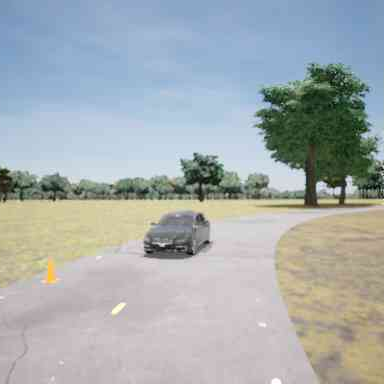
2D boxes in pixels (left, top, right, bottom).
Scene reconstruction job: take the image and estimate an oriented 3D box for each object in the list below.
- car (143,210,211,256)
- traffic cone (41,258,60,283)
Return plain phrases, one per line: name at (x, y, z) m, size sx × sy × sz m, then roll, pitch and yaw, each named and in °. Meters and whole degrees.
car at (-0.433, 1.559, 13.633) m, size 1.837 × 1.490 × 4.892 m, roll 0°, pitch 0°, yaw 14°
traffic cone at (-3.631, 1.996, 8.560) m, size 0.340 × 0.580 × 0.340 m, roll 0°, pitch 0°, yaw 10°
